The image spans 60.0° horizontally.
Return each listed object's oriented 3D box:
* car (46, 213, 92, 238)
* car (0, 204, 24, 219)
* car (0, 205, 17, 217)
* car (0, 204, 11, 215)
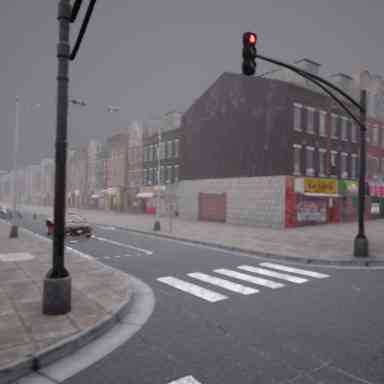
[{"bbox_3d":[-7.263,1.901,19.430,1.887,1.381,4.507,1,-1,-36],"label":"car"},{"bbox_3d":[-20.210,2.124,37.390,1.967,1.590,4.097,1,-1,-36],"label":"car"},{"bbox_3d":[-23.447,2.333,41.877,1.947,1.339,4.313,1,-1,-36],"label":"car"},{"bbox_3d":[-26.683,2.418,46.366,1.947,1.339,4.313,1,-1,-36],"label":"car"}]
